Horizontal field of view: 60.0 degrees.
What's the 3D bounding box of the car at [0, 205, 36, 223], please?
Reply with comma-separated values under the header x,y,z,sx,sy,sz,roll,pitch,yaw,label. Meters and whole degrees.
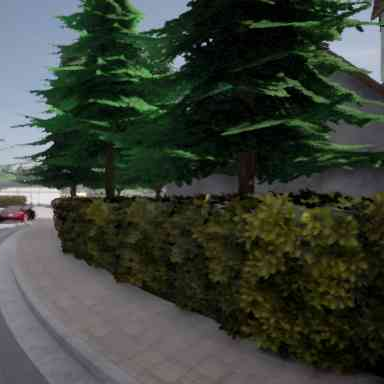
x,y,z,sx,sy,sz,roll,pitch,yaw,label
-14.678,1.793,28.163,1.994,1.385,4.181,1,-1,-11,car
